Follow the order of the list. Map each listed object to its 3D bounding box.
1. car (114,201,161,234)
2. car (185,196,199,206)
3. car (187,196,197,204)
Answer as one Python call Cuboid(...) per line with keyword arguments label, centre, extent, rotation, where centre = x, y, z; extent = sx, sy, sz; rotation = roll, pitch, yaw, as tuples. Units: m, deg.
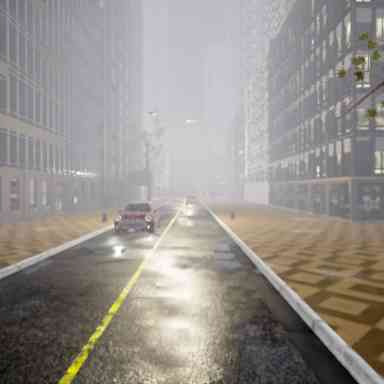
Cuboid(label="car", centre=(-3.031, 1.352, 19.164), extent=(2.097, 1.767, 4.553), rotation=(0, 0, 1))
Cuboid(label="car", centre=(0.002, 1.378, 54.436), extent=(2.097, 1.767, 4.553), rotation=(0, 0, 0))
Cuboid(label="car", centre=(0.002, 1.563, 64.496), extent=(1.812, 1.442, 4.674), rotation=(0, 0, 0))
